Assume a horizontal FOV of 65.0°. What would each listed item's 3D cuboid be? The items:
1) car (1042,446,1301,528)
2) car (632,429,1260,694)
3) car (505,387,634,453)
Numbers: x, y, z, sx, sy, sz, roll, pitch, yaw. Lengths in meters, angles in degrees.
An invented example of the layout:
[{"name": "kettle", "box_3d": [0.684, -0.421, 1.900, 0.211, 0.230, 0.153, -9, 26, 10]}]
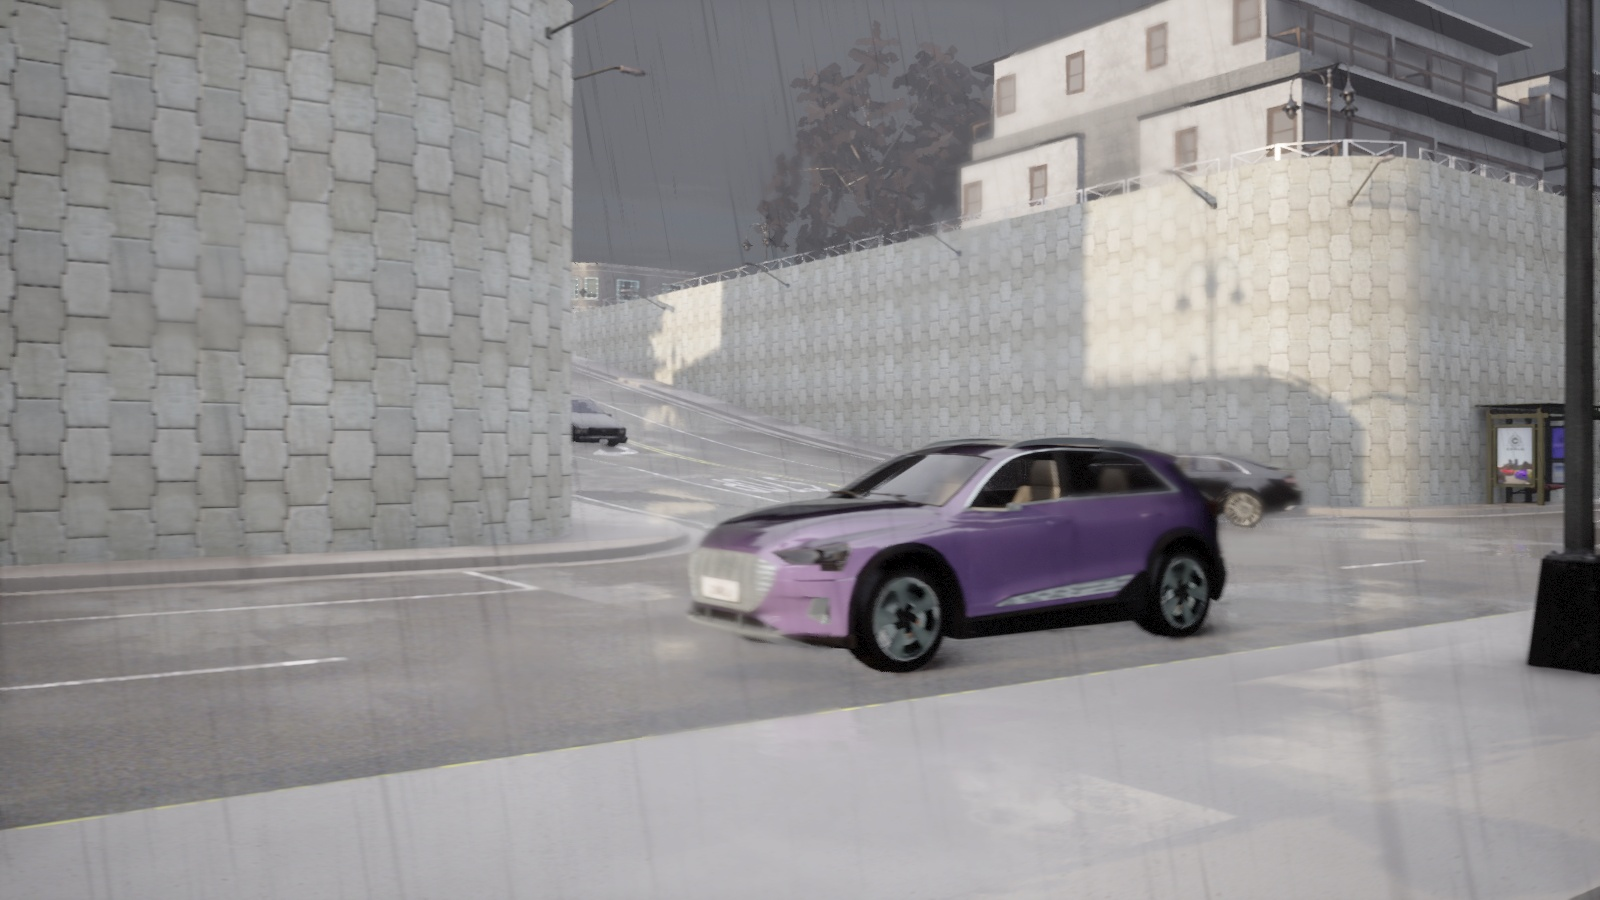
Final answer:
[{"name": "car", "box_3d": [7.730, 0.707, 26.154, 4.902, 1.511, 2.128, 1, 1, 25]}, {"name": "car", "box_3d": [1.307, 0.697, 10.051, 4.856, 1.649, 2.033, 0, 0, -35]}, {"name": "car", "box_3d": [-7.598, -1.024, 40.916, 2.033, 1.411, 5.357, 0, 9, -35]}]
